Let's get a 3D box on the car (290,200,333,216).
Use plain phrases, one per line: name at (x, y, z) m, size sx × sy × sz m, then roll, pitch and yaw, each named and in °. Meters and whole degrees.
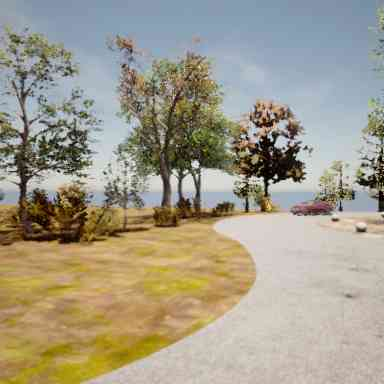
car at (11.771, 1.563, 32.628) m, size 4.674 × 1.442 × 1.812 m, roll 0°, pitch -1°, yaw -27°
